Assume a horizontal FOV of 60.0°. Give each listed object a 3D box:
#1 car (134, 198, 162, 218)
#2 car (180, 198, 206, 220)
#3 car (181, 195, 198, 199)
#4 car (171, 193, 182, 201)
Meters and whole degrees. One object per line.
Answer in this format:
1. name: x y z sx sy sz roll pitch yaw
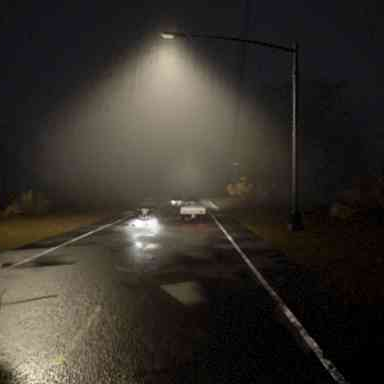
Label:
1. car: -3.601 1.286 27.946 2.128 1.511 4.902 0 0 0
2. car: 0.093 1.410 26.053 1.895 1.301 4.718 0 0 0
3. car: 0.089 1.177 43.169 2.128 1.511 4.902 0 1 0
4. car: -2.980 1.017 66.439 2.128 1.511 4.902 0 1 3
